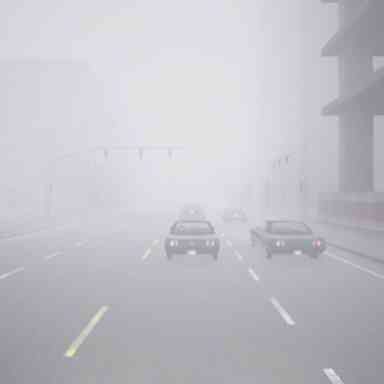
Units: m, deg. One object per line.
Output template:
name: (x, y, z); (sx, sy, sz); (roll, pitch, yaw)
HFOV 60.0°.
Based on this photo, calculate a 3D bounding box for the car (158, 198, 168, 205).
car: (-7.081, 2.235, 80.822); (2.097, 1.767, 4.553); (0, -1, 1)

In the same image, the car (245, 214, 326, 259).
car: (3.519, 1.746, 13.223); (1.895, 1.301, 4.718); (0, -1, 0)

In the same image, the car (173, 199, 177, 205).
car: (-3.582, 2.404, 80.745); (2.128, 1.511, 4.902); (0, -1, 1)

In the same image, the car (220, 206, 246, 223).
car: (3.509, 1.885, 28.506); (1.994, 1.385, 4.181); (0, -1, 0)

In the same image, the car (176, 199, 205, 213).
car: (0.010, 1.670, 28.415); (2.097, 1.767, 4.553); (0, -1, 0)

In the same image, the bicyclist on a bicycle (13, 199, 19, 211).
bicyclist on a bicycle: (-25.535, 1.883, 48.308); (0.582, 1.620, 1.656); (0, 0, 0)

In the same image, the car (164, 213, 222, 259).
car: (0.019, 1.746, 13.225); (1.895, 1.301, 4.718); (0, -1, 0)
